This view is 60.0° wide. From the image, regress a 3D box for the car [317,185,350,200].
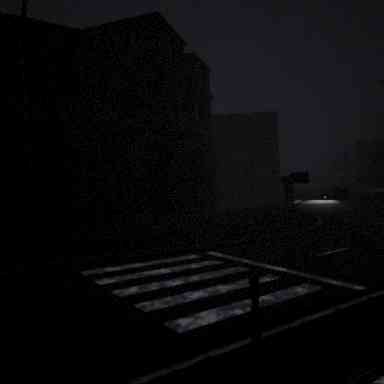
[{"bbox_3d":[15.502,-0.035,36.147,2.033,1.411,5.357,-1,4,43],"label":"car"}]
